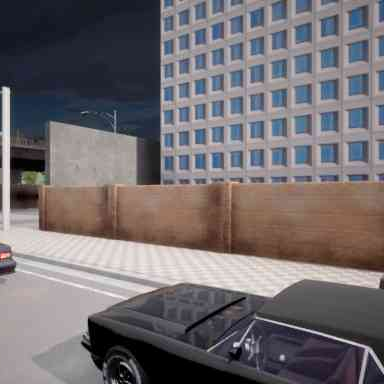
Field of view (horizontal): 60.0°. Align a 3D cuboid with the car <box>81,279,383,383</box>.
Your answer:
[{"bbox_3d":[1.042,1.601,3.242,4.718,1.301,1.895,0,0,36],"label":"car"}]

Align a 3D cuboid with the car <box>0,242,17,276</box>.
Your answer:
[{"bbox_3d":[-6.762,1.547,8.821,5.357,1.411,2.033,0,0,36],"label":"car"}]
